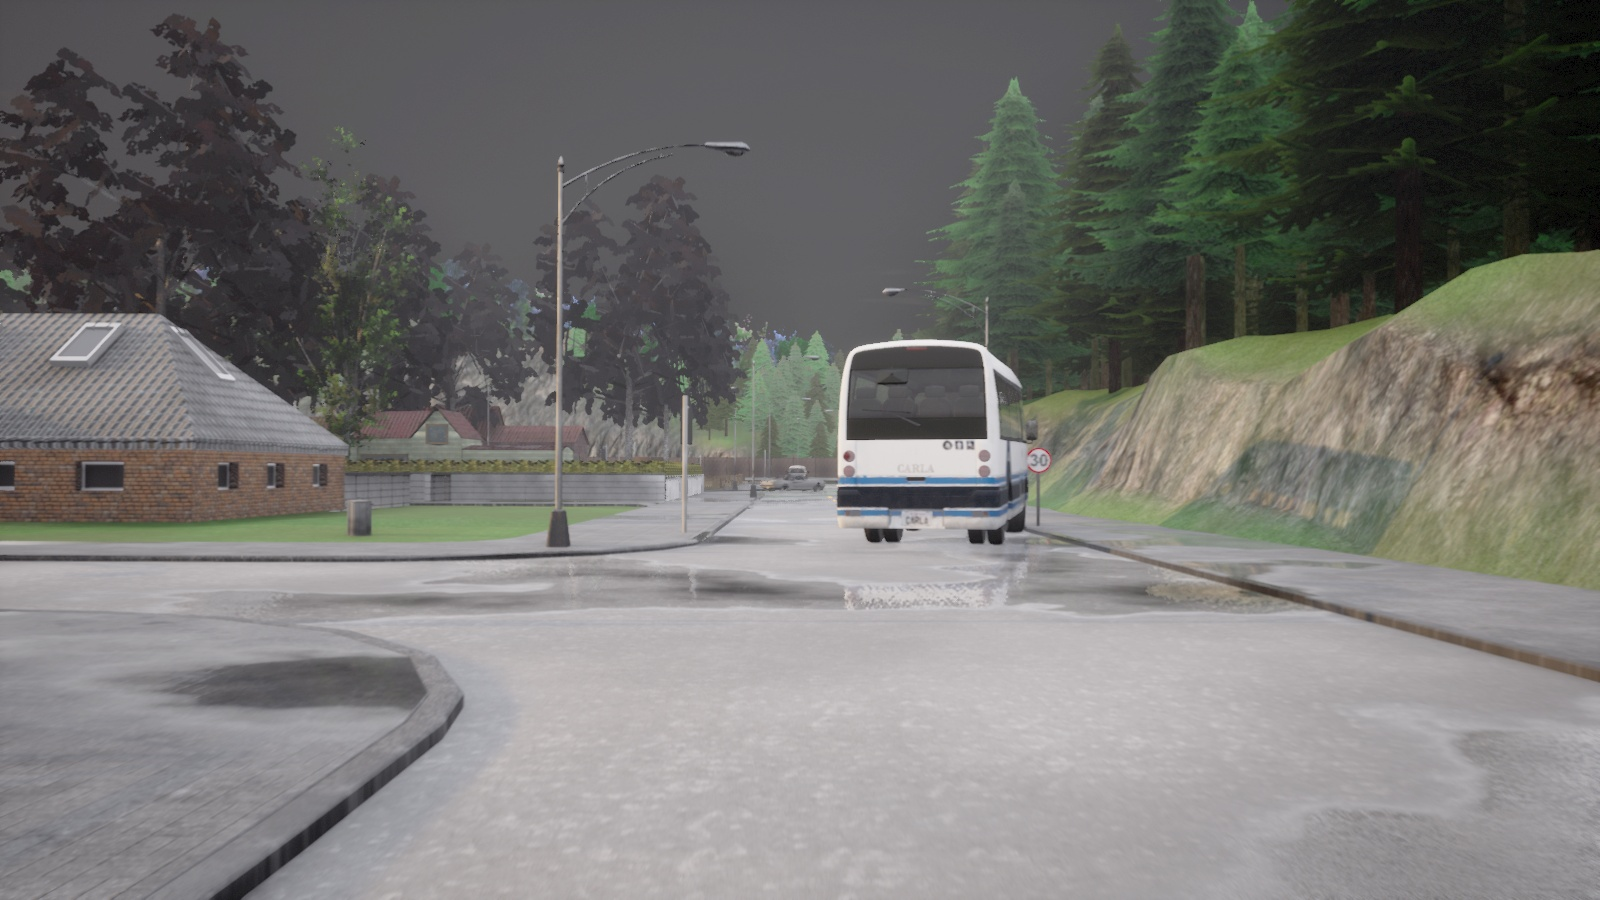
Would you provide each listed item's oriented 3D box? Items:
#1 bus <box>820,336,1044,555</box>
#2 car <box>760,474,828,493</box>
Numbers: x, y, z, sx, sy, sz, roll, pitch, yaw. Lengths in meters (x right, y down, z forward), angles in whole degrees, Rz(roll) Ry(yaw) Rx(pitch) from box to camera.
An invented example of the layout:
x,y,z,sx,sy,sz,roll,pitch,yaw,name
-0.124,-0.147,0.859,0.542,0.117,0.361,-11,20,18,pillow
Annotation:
x,y,z,sx,sy,sz,roll,pitch,yaw,name
3.551,-0.059,29.916,3.944,4.253,10.273,-1,0,14,bus
-0.418,2.457,91.995,4.718,1.301,1.895,0,-1,-34,car
